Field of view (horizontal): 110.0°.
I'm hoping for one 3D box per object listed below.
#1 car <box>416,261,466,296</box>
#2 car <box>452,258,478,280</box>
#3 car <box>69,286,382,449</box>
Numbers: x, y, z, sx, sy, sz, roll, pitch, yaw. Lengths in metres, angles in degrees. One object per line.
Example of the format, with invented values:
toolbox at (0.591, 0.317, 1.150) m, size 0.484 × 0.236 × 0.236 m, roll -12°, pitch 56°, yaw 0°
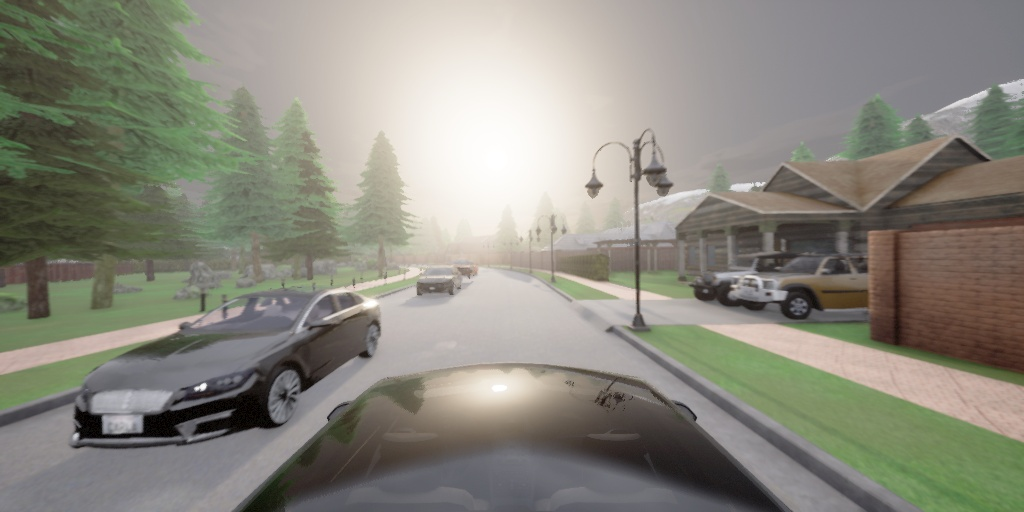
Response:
car at (-3.938, 1.280, 19.956) m, size 1.882 × 1.535 × 5.008 m, roll -1°, pitch 1°, yaw -1°
car at (-3.986, 0.934, 27.982) m, size 1.882 × 1.535 × 5.008 m, roll -1°, pitch 0°, yaw -1°
car at (-3.643, 1.291, 5.758) m, size 2.128 × 1.511 × 4.902 m, roll -1°, pitch 0°, yaw -1°
